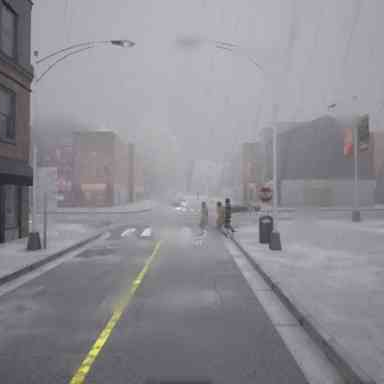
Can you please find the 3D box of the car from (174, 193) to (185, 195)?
[{"bbox_3d":[-2.412,1.274,67.265,2.097,1.767,4.553,0,0,1],"label":"car"}]

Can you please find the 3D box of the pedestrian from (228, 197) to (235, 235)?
[{"bbox_3d":[1.774,1.165,16.313,0.375,1.860,0.375,1,-1,0],"label":"pedestrian"}]

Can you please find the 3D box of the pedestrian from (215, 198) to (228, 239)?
[{"bbox_3d":[1.329,1.289,15.636,0.375,1.860,0.375,1,-1,0],"label":"pedestrian"}]

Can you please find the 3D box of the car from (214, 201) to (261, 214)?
[{"bbox_3d":[4.625,1.617,34.548,4.718,1.301,1.895,-1,-1,0],"label":"car"}]

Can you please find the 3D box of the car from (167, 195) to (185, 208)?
[{"bbox_3d":[-2.488,1.499,47.971,2.033,1.411,5.357,0,0,0],"label":"car"}]

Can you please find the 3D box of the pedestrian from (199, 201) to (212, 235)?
[{"bbox_3d":[0.651,1.288,16.913,0.375,1.860,0.375,1,-1,0],"label":"pedestrian"}]
